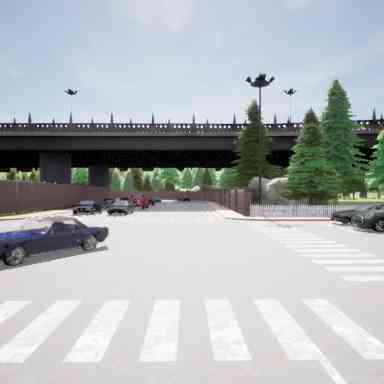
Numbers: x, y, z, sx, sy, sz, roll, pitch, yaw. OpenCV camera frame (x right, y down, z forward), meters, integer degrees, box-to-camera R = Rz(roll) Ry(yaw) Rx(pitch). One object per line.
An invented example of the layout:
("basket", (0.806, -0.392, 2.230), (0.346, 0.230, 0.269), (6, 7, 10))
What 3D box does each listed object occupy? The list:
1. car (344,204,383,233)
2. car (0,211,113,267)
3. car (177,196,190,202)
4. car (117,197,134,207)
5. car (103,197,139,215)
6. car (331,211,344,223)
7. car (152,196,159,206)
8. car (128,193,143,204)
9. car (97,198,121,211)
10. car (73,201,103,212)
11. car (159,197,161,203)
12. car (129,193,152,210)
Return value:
("car", (11.481, 1.297, 18.704), (4.553, 1.767, 2.097), (0, 0, 2))
("car", (-5.262, 1.586, 11.750), (1.895, 1.301, 4.718), (0, 0, 31))
("car", (-1.908, 1.553, 75.231), (1.994, 1.385, 4.181), (0, 0, -19))
("car", (-10.540, 1.526, 52.765), (1.812, 1.442, 4.674), (0, 0, 0))
("car", (-7.043, 1.547, 33.593), (2.033, 1.411, 5.357), (0, 0, 0))
("car", (12.235, 1.492, 22.219), (5.357, 1.411, 2.033), (0, 0, 2))
("car", (-7.046, 1.564, 53.775), (1.994, 1.385, 4.181), (0, 0, 0))
("car", (-10.690, 1.221, 63.473), (2.150, 2.045, 5.566), (0, 0, -3))
("car", (-10.544, 1.526, 42.585), (1.812, 1.442, 4.674), (0, 0, 0))
("car", (-10.569, 1.564, 33.870), (1.994, 1.385, 4.181), (0, 0, 0))
("car", (-7.431, 1.547, 68.440), (2.033, 1.411, 5.357), (0, 0, -10))
("car", (-7.045, 1.221, 43.767), (2.150, 2.045, 5.566), (0, 0, 0))
